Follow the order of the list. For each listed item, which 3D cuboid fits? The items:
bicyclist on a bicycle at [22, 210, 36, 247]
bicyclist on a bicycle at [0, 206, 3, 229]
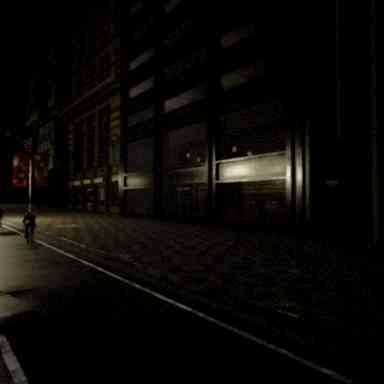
[{"bbox_3d":[-7.412,1.668,15.146,0.582,1.620,1.656,2,-2,-38],"label":"bicyclist on a bicycle"},{"bbox_3d":[-13.031,1.731,22.453,0.582,1.620,1.656,2,-2,-38],"label":"bicyclist on a bicycle"}]
